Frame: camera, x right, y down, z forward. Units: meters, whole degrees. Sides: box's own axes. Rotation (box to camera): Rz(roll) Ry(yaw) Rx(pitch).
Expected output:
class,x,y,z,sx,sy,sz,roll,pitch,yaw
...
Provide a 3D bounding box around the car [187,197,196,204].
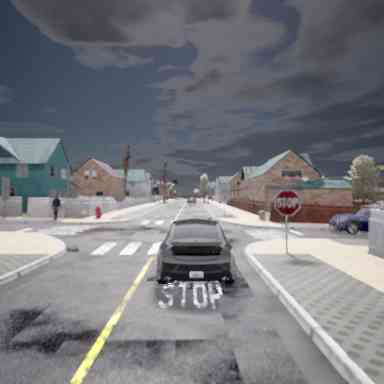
class,x,y,z,sx,sy,sz,roll,pitch,yaw
car,-0.034,1.785,72.566,1.994,1.385,4.181,0,0,0

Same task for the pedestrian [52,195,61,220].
class,x,y,z,sx,sy,sz,roll,pitch,yaw
pedestrian,-9.640,1.057,23.520,0.375,1.860,0.375,0,-2,0

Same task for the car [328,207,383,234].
class,x,y,z,sx,sy,sz,roll,pitch,yaw
car,10.957,1.682,20.659,4.553,1.767,2.097,1,-1,1

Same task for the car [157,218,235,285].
class,x,y,z,sx,sy,sz,roll,pitch,yaw
car,0.094,1.517,9.494,1.837,1.490,4.892,0,0,0
